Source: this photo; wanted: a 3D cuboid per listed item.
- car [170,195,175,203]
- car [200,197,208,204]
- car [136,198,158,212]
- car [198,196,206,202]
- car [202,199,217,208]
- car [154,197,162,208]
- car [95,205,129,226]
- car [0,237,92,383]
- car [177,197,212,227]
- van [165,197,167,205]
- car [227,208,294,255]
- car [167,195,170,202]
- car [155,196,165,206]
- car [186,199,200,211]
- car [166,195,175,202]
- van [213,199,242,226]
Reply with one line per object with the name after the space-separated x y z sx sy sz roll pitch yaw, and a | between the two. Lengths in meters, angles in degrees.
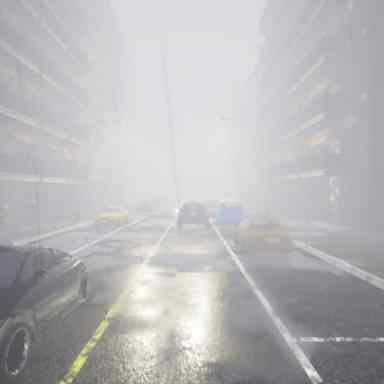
-5.715 1.902 79.485 1.947 1.339 4.313 -1 0 0 | car
2.666 1.837 74.120 1.752 1.417 4.829 -1 0 0 | car
-5.707 1.732 40.820 1.947 1.339 4.313 0 0 0 | car
2.664 1.932 90.519 1.887 1.381 4.507 -1 0 0 | car
2.671 1.764 51.855 2.008 1.369 4.403 -1 0 0 | car
-5.708 1.734 46.344 1.887 1.381 4.507 0 0 0 | car
-5.704 1.621 24.080 1.752 1.417 4.829 0 0 0 | car
-3.079 1.584 5.276 1.994 1.385 4.181 0 0 0 | car
0.092 1.447 23.455 2.097 1.767 4.553 0 0 0 | car
-5.713 1.578 57.392 1.690 1.788 3.998 0 0 0 | van
2.679 1.579 13.362 1.752 1.417 4.829 0 0 0 | car
-5.713 1.701 62.915 1.967 1.590 4.097 -1 0 0 | car
-5.710 1.758 51.868 1.887 1.381 4.507 0 0 0 | car
0.091 1.711 45.449 1.812 1.442 4.674 0 0 0 | car
-5.720 1.702 90.532 2.192 1.841 5.009 -1 0 0 | car
2.675 1.438 24.241 1.690 1.788 3.998 -1 0 0 | van
